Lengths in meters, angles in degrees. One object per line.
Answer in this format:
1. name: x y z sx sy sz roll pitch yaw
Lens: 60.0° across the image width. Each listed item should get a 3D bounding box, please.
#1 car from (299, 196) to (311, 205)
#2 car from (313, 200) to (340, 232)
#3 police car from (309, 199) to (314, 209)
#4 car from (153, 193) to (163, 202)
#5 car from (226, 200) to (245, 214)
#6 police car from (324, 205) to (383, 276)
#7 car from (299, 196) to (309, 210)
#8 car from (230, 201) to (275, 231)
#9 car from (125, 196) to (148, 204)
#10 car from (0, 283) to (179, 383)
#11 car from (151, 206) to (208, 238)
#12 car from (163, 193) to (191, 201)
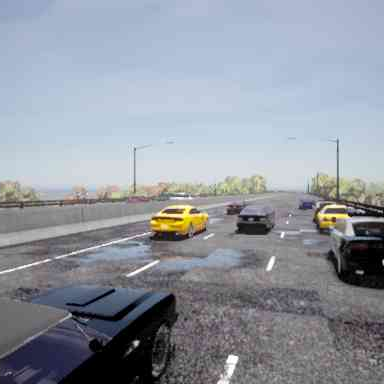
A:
1. car: 20.489 1.515 60.322 2.033 1.411 5.357 0 0 18
2. car: 8.425 1.446 19.694 1.801 1.575 5.366 0 0 18
3. police car: 10.250 1.413 25.325 1.930 1.638 5.238 0 0 18
4. car: -4.223 1.198 52.473 2.150 2.045 5.566 0 0 18
5. car: 4.937 1.531 34.727 2.033 1.411 5.357 0 0 18
6. police car: 5.317 1.421 10.105 1.930 1.638 5.238 0 0 18
7. car: 14.863 1.543 42.931 1.994 1.385 4.181 0 0 18
8. car: 3.983 1.538 20.425 2.033 1.411 5.357 0 0 18
9. car: -8.447 1.331 50.799 2.097 1.767 4.553 0 0 18
10. car: -1.709 1.600 2.860 1.895 1.301 4.718 0 0 18
11. car: -0.511 1.470 17.909 1.882 1.535 5.008 0 0 18
12. car: -1.786 1.199 48.655 2.150 2.045 5.566 0 0 18
